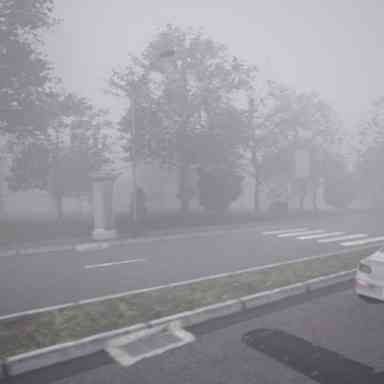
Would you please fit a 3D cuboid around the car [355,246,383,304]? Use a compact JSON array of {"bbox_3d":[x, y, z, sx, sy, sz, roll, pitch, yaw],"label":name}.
[{"bbox_3d":[5.155,1.507,6.784,4.674,1.442,1.812,0,0,-35],"label":"car"}]
